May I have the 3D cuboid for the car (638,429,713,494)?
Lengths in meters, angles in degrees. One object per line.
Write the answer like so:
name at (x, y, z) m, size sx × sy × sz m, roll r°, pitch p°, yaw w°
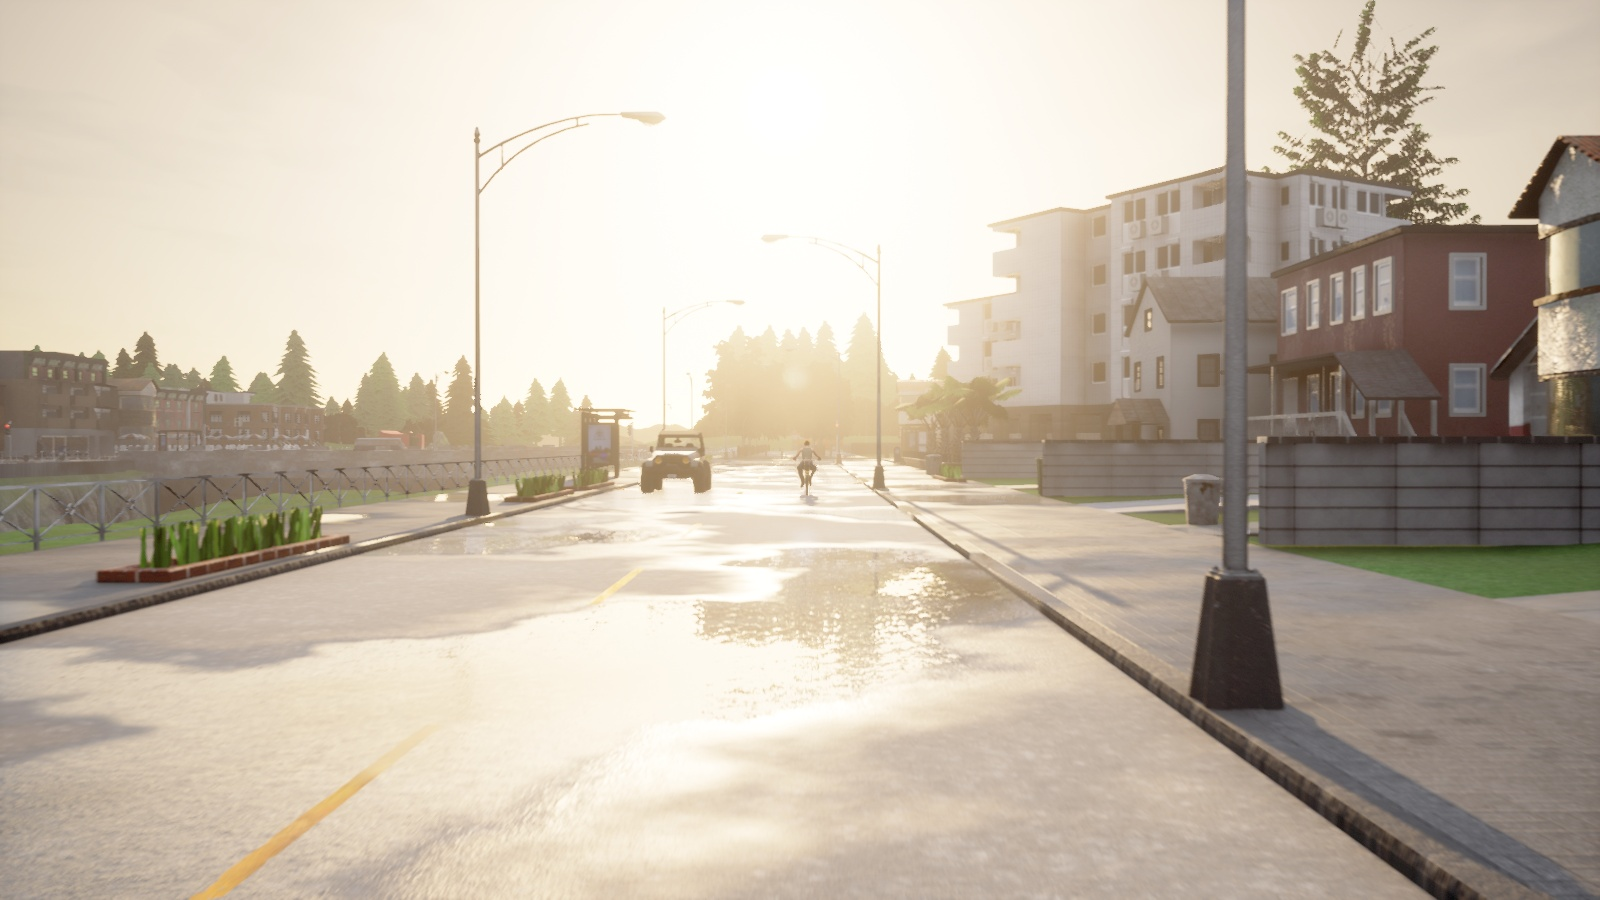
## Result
car at (-3.774, 0.322, 38.592) m, size 1.905 × 1.878 × 3.866 m, roll 0°, pitch 0°, yaw 0°

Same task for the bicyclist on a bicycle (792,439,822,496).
bicyclist on a bicycle at (0.206, 0.479, 36.239) m, size 0.866 × 1.612 × 1.509 m, roll 0°, pitch 0°, yaw 0°
